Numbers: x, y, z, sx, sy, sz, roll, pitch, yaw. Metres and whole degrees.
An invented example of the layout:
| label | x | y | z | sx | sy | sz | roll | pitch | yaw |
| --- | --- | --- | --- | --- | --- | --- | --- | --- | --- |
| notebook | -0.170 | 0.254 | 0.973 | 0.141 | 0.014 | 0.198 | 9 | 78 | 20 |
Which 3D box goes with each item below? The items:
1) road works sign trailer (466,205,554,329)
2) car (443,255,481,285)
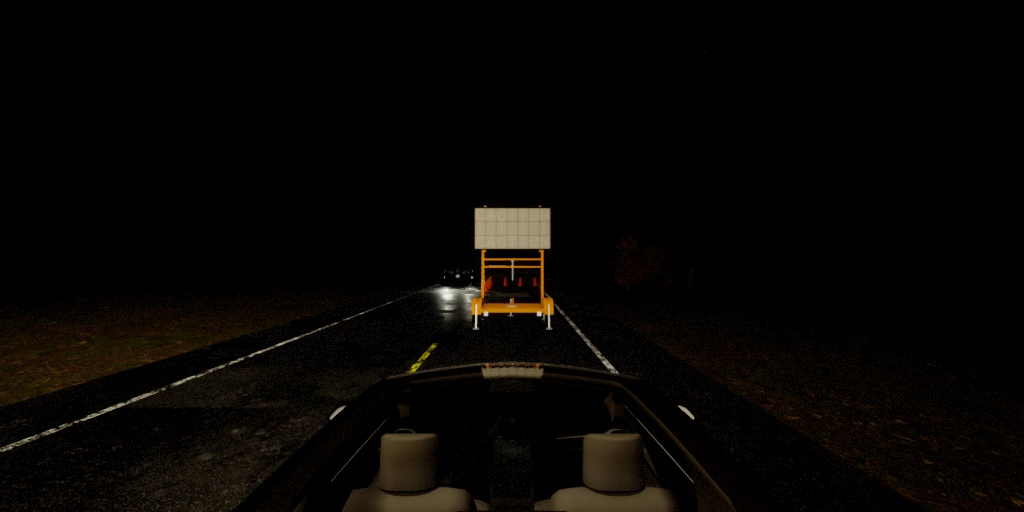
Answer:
| label | x | y | z | sx | sy | sz | roll | pitch | yaw |
| --- | --- | --- | --- | --- | --- | --- | --- | --- | --- |
| road works sign trailer | 0.019 | 0.215 | 11.173 | 2.380 | 3.560 | 2.880 | 0 | 0 | 0 |
| car | -3.551 | 0.978 | 26.273 | 2.150 | 2.045 | 5.566 | 0 | 0 | 0 |
